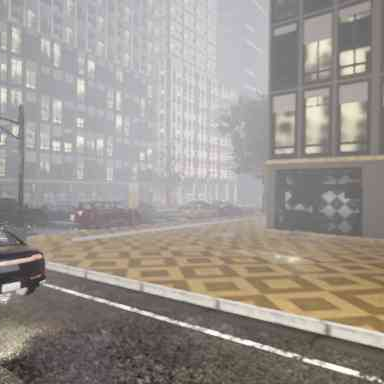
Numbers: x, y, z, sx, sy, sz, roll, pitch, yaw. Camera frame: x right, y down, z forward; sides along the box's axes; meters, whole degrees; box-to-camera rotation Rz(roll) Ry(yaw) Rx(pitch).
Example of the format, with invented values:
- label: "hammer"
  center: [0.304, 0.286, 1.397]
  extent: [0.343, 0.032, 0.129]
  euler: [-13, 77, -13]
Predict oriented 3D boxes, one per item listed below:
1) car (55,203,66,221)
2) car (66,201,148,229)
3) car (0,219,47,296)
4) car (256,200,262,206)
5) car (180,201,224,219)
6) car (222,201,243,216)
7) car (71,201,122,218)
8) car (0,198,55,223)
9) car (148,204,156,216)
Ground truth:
- label: "car"
  center: [-11.214, 1.658, 26.305]
  extent: [1.837, 1.490, 4.892]
  euler: [1, 0, 38]
- label: "car"
  center: [-5.917, 1.560, 23.687]
  extent: [2.192, 1.841, 5.009]
  euler: [0, 0, 36]
- label: "car"
  center: [-5.228, 1.503, 7.411]
  extent: [4.902, 1.511, 2.128]
  euler: [0, 0, 35]
- label: "car"
  center: [14.054, 2.034, 64.799]
  extent: [1.752, 1.417, 4.829]
  euler: [0, 0, 36]
- label: "car"
  center: [0.887, 1.870, 32.893]
  extent: [1.752, 1.417, 4.829]
  euler: [0, 0, 36]
- label: "car"
  center: [4.139, 1.974, 37.292]
  extent: [1.802, 1.307, 4.206]
  euler: [0, 0, 36]
- label: "car"
  center: [-9.408, 1.699, 33.064]
  extent: [1.752, 1.417, 4.829]
  euler: [0, 0, 36]
- label: "car"
  center: [-11.764, 1.373, 20.729]
  extent: [2.150, 2.045, 5.566]
  euler: [-1, -1, 27]
- label: "car"
  center: [-5.655, 1.761, 33.773]
  extent: [1.812, 1.442, 4.674]
  euler: [1, 0, 36]
